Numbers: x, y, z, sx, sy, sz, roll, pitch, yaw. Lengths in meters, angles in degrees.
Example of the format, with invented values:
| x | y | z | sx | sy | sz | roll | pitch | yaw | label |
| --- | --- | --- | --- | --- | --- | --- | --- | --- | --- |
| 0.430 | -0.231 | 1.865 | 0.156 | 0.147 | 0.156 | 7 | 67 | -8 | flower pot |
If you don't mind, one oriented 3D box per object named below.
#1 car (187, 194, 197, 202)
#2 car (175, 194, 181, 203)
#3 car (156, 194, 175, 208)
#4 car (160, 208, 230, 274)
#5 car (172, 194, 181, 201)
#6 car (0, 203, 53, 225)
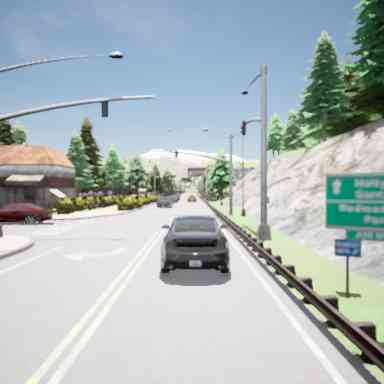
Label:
| x | y | z | sx | sy | sz | roll | pitch | yaw | label |
| --- | --- | --- | --- | --- | --- | --- | --- | --- | --- |
| 0.015 | 1.229 | 66.989 | 1.882 | 1.535 | 5.008 | 0 | 0 | 0 | car |
| -3.527 | 1.298 | 60.727 | 1.812 | 1.442 | 4.674 | 0 | 0 | 1 | car |
| -3.577 | 1.341 | 43.525 | 1.837 | 1.490 | 4.892 | 0 | 0 | 0 | car |
| 0.089 | 1.465 | 10.416 | 1.837 | 1.490 | 4.892 | 0 | 0 | 0 | car |
| -3.483 | 1.206 | 75.241 | 1.837 | 1.490 | 4.892 | 0 | 0 | 0 | car |
| -12.766 | 1.553 | 24.148 | 5.008 | 1.535 | 1.882 | 0 | 0 | -1 | car |
